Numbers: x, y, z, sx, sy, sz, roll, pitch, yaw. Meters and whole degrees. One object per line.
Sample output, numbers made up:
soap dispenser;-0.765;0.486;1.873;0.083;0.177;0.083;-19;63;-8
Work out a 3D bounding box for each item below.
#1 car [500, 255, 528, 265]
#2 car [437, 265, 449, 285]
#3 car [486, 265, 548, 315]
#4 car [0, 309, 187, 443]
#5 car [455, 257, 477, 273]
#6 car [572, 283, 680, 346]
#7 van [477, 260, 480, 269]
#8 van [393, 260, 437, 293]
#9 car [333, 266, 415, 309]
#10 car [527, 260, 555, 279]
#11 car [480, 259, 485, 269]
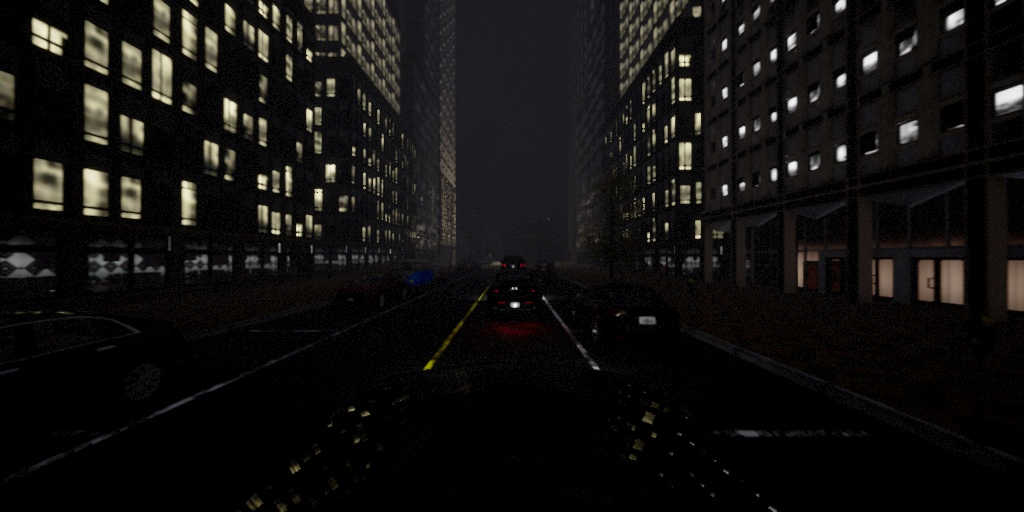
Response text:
car;0.088;0.962;32.157;2.150;2.045;5.566;0;0;0
car;-5.700;1.325;26.280;1.802;1.307;4.207;0;0;0
car;0.094;1.253;13.457;1.837;1.490;4.892;0;0;0
car;-5.692;1.300;3.510;2.007;1.370;4.403;0;0;0
car;-5.707;1.173;43.356;1.967;1.591;4.097;0;0;0
car;2.687;1.315;9.193;1.948;1.339;4.313;0;0;0
van;-5.709;1.071;49.049;1.690;1.789;3.998;0;0;0
van;-5.698;1.086;20.588;1.690;1.789;3.998;0;0;0
car;-5.696;1.292;14.895;1.888;1.381;4.507;0;0;0
car;2.678;1.180;31.960;1.967;1.591;4.097;0;0;0
car;-5.711;1.292;54.741;1.948;1.339;4.313;0;0;0
